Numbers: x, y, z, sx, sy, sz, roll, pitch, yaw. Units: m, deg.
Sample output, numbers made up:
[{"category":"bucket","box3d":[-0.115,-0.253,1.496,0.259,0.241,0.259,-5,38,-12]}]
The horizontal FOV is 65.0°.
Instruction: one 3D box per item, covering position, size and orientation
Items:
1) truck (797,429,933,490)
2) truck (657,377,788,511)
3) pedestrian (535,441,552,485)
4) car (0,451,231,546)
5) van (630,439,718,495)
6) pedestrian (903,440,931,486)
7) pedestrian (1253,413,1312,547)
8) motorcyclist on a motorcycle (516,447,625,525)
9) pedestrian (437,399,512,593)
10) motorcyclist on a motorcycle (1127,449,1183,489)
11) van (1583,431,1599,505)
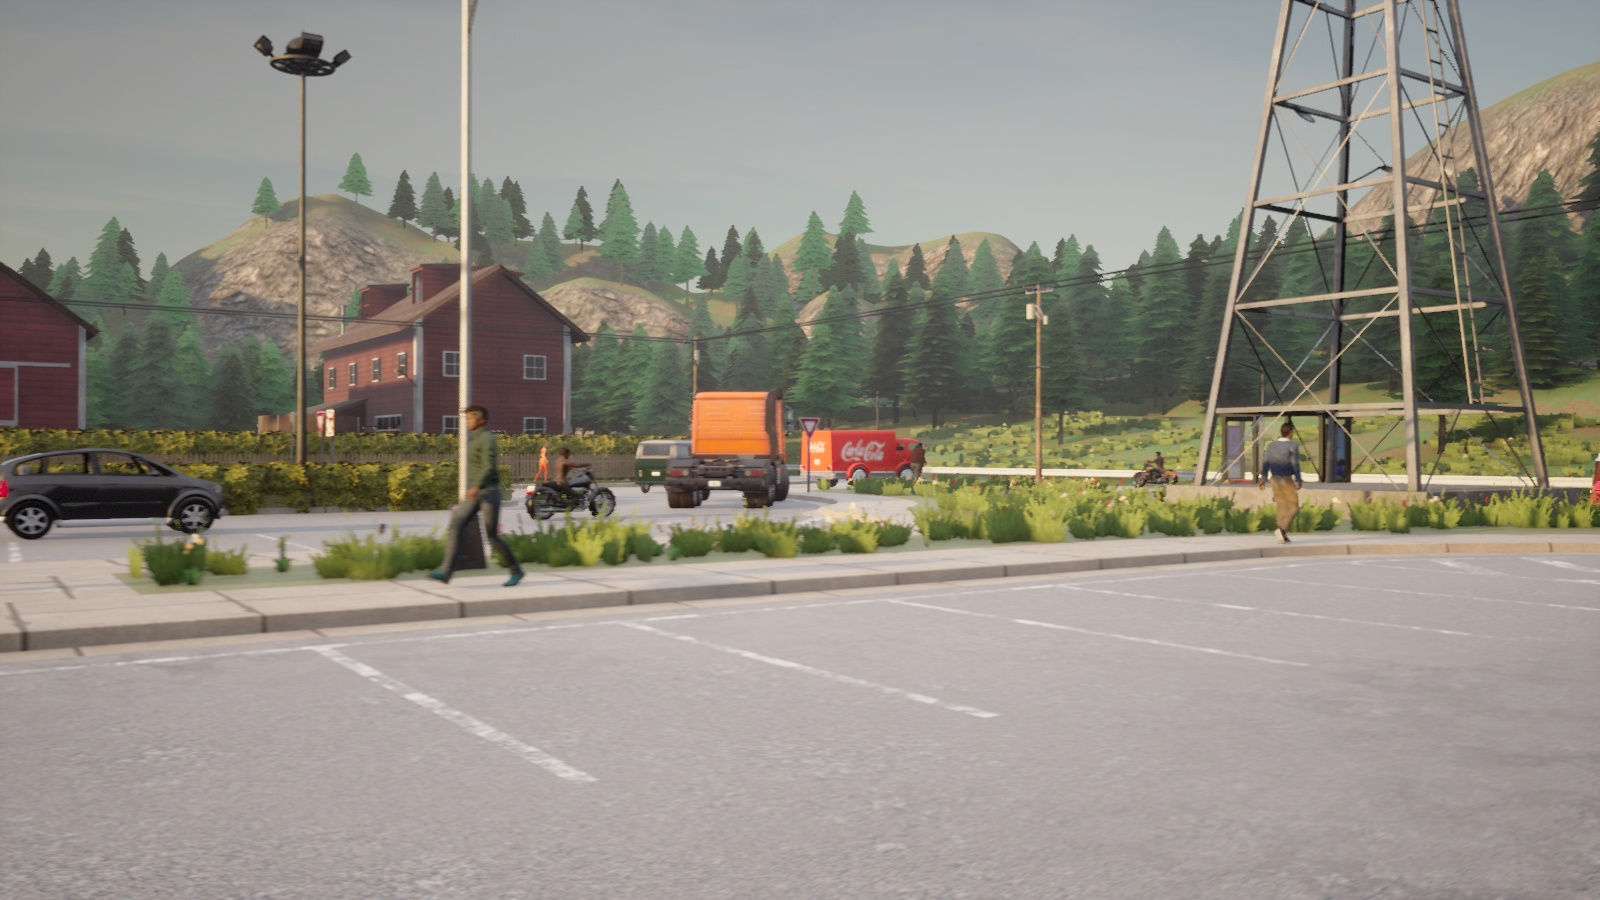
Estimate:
[{"category":"truck","box3d":[2.790,0.383,53.455,5.204,2.467,2.627,0,0,-33]},{"category":"truck","box3d":[-2.043,-0.144,36.330,2.891,3.462,7.936,0,0,3]},{"category":"pedestrian","box3d":[-10.887,0.554,53.300,0.594,1.836,0.345,0,0,-35]},{"category":"car","box3d":[-12.309,0.804,22.374,3.705,1.549,1.789,0,0,-34]},{"category":"van","box3d":[-4.660,0.623,47.267,1.775,1.987,4.442,0,0,16]},{"category":"pedestrian","box3d":[4.653,0.513,50.006,0.899,1.844,0.634,0,0,-32]},{"category":"pedestrian","box3d":[7.161,0.431,18.634,0.788,1.949,0.423,0,0,-32]},{"category":"motorcyclist on a motorcycle","box3d":[-5.065,0.774,27.833,0.766,1.649,2.350,0,0,45]},{"category":"pedestrian","box3d":[-3.177,0.437,12.261,0.614,1.847,0.353,0,0,-38]},{"category":"motorcyclist on a motorcycle","box3d":[15.069,0.794,53.432,0.766,1.649,2.350,0,0,-34]},{"category":"van","box3d":[24.003,0.500,33.813,2.069,2.038,4.480,0,0,-34]}]
